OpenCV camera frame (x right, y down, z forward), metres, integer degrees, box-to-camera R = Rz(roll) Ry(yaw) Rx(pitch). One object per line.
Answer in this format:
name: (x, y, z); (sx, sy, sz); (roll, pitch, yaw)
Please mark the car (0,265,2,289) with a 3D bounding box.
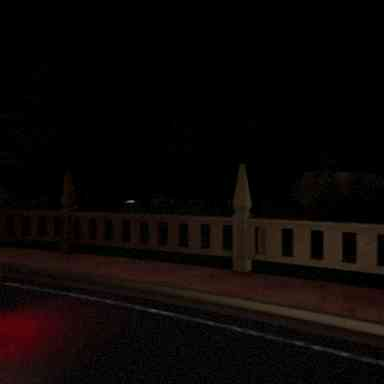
car: (-6.063, 1.463, 6.512); (5.008, 1.535, 1.882); (0, 0, 22)
